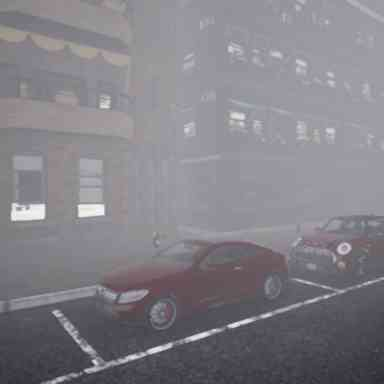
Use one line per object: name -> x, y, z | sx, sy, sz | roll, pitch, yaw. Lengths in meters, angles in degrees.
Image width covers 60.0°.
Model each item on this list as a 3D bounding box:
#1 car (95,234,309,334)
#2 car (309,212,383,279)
car -> 0.219, 1.581, 6.684 | 4.206, 1.307, 1.802 | 0, -1, -35
car -> 4.780, 1.437, 9.936 | 4.097, 1.590, 1.967 | 0, -1, -35
